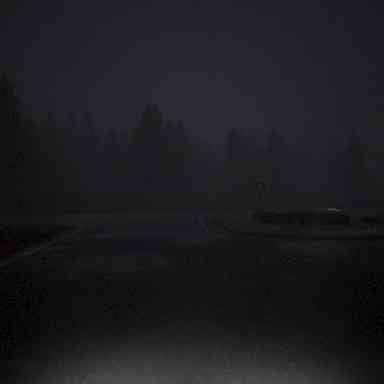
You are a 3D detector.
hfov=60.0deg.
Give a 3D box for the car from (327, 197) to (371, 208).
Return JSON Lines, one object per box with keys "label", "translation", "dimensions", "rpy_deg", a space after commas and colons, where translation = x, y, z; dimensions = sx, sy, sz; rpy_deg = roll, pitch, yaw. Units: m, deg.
{"label": "car", "translation": [19.490, 1.348, 41.175], "dimensions": [5.357, 1.411, 2.033], "rpy_deg": [0, 0, -19]}
